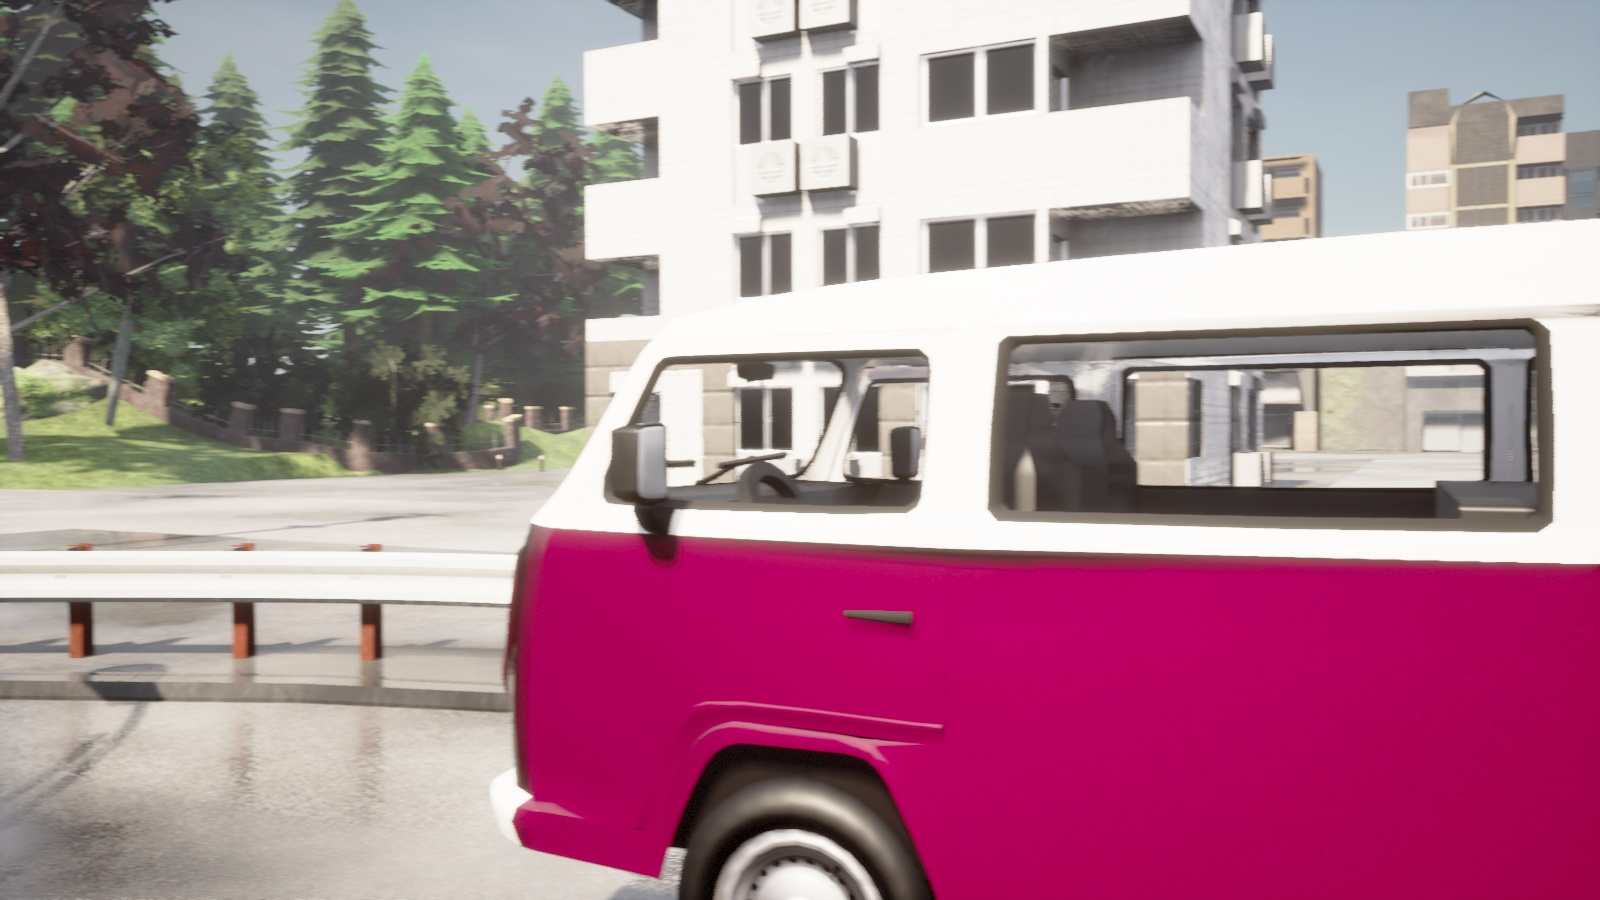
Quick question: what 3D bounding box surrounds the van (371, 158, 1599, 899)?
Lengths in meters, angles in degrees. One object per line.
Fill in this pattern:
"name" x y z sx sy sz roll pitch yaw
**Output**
"van" 1.313 0.494 3.381 4.480 2.038 2.069 1 1 25
